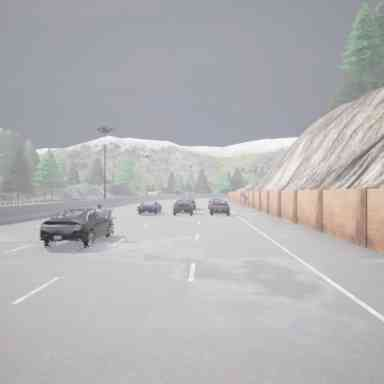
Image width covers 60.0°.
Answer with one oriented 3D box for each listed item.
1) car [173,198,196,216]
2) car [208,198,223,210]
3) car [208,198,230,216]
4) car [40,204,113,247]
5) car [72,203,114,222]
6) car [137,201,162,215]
[{"bbox_3d":[-0.823,1.505,33.027,1.837,1.490,4.892,0,0,2],"label":"car"},{"bbox_3d":[3.030,1.525,43.202,1.812,1.442,4.674,0,0,2],"label":"car"},{"bbox_3d":[2.670,1.491,32.758,2.128,1.511,4.902,0,0,2],"label":"car"},{"bbox_3d":[-4.953,1.491,14.908,2.128,1.511,4.902,0,0,2],"label":"car"},{"bbox_3d":[-8.023,1.601,27.352,1.895,1.301,4.718,0,0,2],"label":"car"},{"bbox_3d":[-4.278,1.600,34.364,1.895,1.301,4.718,0,0,2],"label":"car"}]
